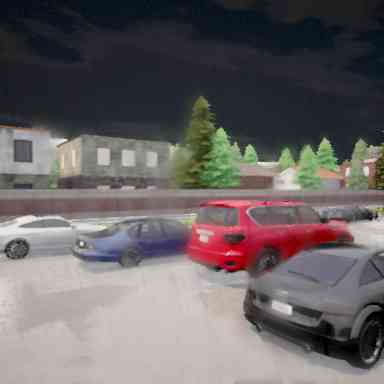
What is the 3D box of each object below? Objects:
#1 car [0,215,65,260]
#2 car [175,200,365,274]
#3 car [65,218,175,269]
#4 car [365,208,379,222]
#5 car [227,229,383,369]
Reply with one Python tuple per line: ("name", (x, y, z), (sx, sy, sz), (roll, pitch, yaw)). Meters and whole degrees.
("car", (-5.407, 1.602, 12.793), (4.674, 1.442, 1.812), (0, 0, -35))
("car", (2.496, 1.248, 9.818), (5.566, 2.045, 2.150), (0, 0, -35))
("car", (-1.255, 1.598, 11.450), (5.357, 1.411, 2.033), (0, 0, -35))
("car", (11.945, 1.585, 25.087), (5.357, 1.411, 2.033), (0, 0, -35))
("car", (2.889, 1.574, 5.805), (4.181, 1.385, 1.994), (0, 0, -35))
